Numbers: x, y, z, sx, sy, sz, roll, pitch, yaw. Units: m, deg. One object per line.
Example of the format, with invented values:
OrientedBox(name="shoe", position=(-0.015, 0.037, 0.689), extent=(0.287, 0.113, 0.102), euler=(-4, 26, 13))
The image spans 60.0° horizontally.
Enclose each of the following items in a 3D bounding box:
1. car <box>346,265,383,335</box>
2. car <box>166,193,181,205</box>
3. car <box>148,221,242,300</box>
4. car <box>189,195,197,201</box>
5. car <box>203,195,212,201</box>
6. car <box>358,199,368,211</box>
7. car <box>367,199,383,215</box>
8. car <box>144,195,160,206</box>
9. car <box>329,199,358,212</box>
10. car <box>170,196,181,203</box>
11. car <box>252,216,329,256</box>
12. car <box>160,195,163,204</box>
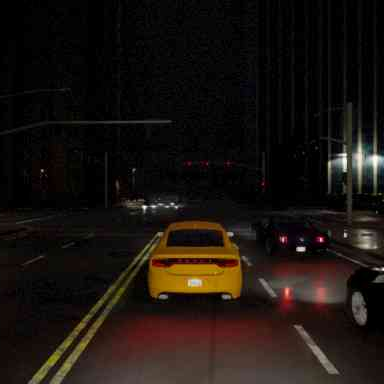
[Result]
OrientedBox(name="car", position=(3.612, 1.505, 3.935), extent=(1.837, 1.490, 4.892), euler=(0, 0, 0))
OrientedBox(name="car", position=(-3.398, 1.221, 59.044), extent=(2.150, 2.045, 5.566), euler=(0, 0, 0))
OrientedBox(name="car", position=(0.079, 1.478, 8.448), extent=(1.882, 1.535, 5.008), euler=(0, 0, 1))
OrientedBox(name="car", position=(0.235, 1.367, 80.143), extent=(1.994, 1.385, 4.181), euler=(0, 0, 0))
OrientedBox(name="car", position=(3.734, 1.429, 79.593), extent=(1.837, 1.490, 4.892), euler=(0, 0, 0))
OrientedBox(name="car", position=(20.950, 1.491, 35.420), extent=(4.902, 1.511, 2.128), euler=(0, 0, -1))
OrientedBox(name="car", position=(19.800, 1.601, 31.663), extent=(4.718, 1.301, 1.895), euler=(0, 0, -1))
OrientedBox(name="car", position=(-6.922, 1.505, 56.100), extent=(1.837, 1.490, 4.892), euler=(0, 0, 0))
OrientedBox(name="car", position=(19.036, 1.547, 38.903), extent=(5.357, 1.411, 2.033), euler=(0, 0, 0))
OrientedBox(name="car", position=(-3.307, 1.564, 68.403), extent=(1.994, 1.385, 4.181), euler=(0, 0, 1))
OrientedBox(name="car", position=(3.620, 1.601, 13.206), extent=(1.895, 1.301, 4.718), euler=(0, 0, 0))
OrientedBox(name="car", position=(-6.846, 1.353, 65.288), extent=(2.097, 1.767, 4.553), euler=(0, 0, 1))
